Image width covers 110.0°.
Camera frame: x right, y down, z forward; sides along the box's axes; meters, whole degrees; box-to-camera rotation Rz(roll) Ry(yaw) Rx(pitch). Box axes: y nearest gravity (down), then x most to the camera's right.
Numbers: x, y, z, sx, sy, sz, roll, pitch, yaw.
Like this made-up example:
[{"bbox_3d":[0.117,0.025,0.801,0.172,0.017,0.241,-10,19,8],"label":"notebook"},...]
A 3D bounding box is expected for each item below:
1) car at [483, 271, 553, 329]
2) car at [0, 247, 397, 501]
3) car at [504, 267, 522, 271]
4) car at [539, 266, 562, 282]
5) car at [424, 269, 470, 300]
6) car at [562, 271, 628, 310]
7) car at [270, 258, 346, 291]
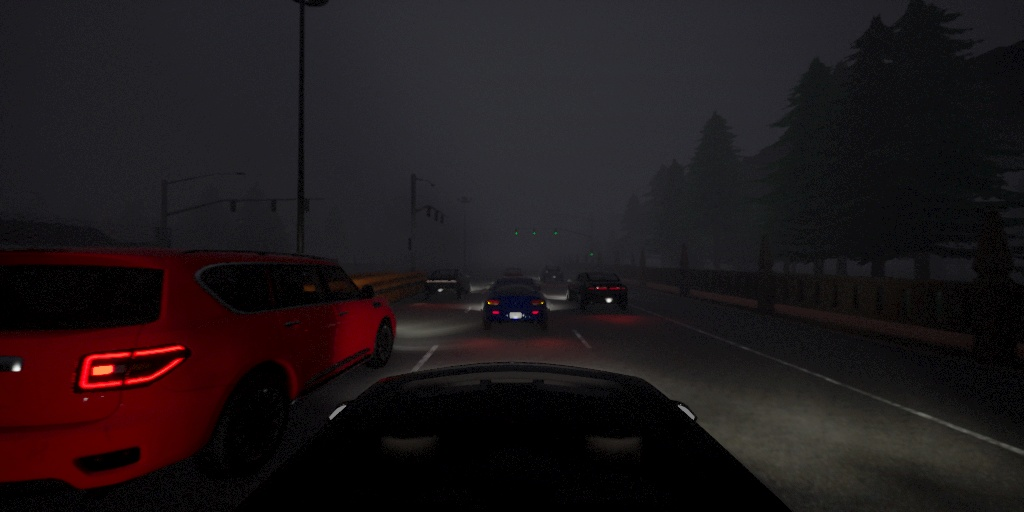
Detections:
[{"bbox_3d":[0.096,1.394,11.617,1.812,1.442,4.674,0,-1,0],"label":"car"},{"bbox_3d":[-3.399,1.001,4.909,2.150,2.045,5.566,0,-2,0],"label":"car"},{"bbox_3d":[0.102,1.579,27.055,1.812,1.442,4.674,0,-1,0],"label":"car"},{"bbox_3d":[3.603,1.616,33.006,2.128,1.511,4.902,0,-1,0],"label":"car"},{"bbox_3d":[-3.410,1.453,19.400,2.128,1.511,4.902,0,-1,0],"label":"car"},{"bbox_3d":[3.601,1.422,15.728,1.837,1.490,4.892,0,-1,0],"label":"car"},{"bbox_3d":[-13.998,1.164,25.169,2.150,2.045,5.566,0,-1,0],"label":"car"}]
